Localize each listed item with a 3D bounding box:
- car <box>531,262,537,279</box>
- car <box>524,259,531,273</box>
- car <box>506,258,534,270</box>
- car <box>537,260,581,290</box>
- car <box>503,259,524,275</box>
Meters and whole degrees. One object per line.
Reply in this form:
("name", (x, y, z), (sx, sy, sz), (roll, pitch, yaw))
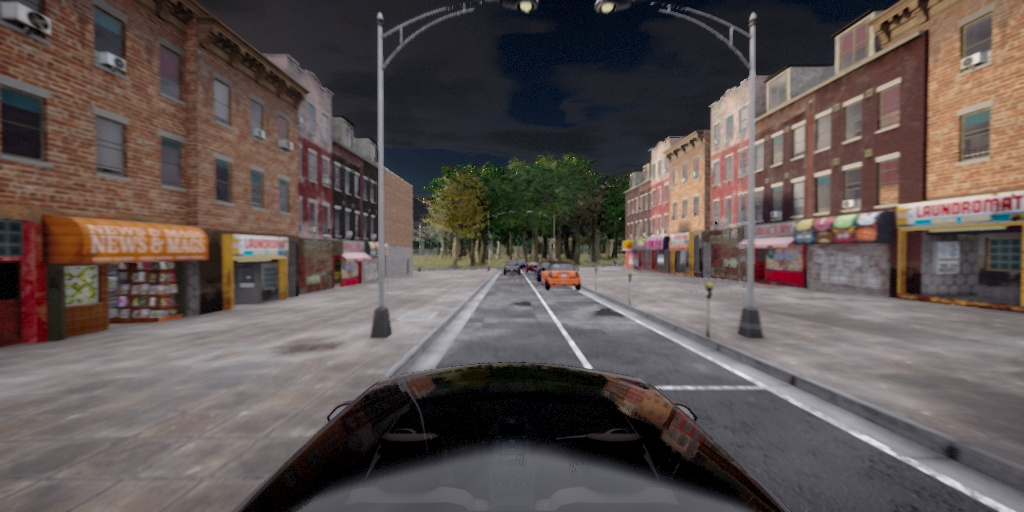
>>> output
("car", (2.981, 1.147, 29.777), (2.097, 1.767, 4.553), (0, 0, 0))
("car", (2.627, 1.380, 45.982), (1.888, 1.381, 4.507), (0, 0, 0))
("car", (1.273, 1.180, 55.119), (2.097, 1.767, 4.553), (0, 1, 38))
("car", (2.983, 1.132, 22.776), (2.097, 1.767, 4.553), (0, 0, 0))
("car", (0.010, 1.312, 40.591), (2.128, 1.511, 4.902), (0, 0, 0))
